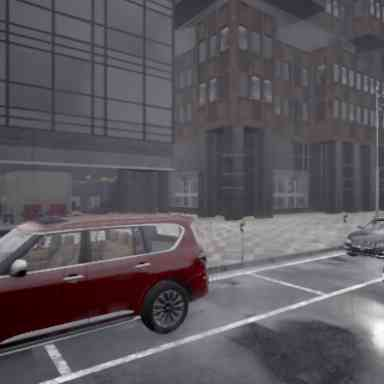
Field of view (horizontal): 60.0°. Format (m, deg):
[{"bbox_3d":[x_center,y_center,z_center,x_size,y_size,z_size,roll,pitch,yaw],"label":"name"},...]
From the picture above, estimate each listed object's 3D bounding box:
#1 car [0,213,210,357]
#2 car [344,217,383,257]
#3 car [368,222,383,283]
[{"bbox_3d":[-2.007,1.314,5.216,5.009,1.841,2.192,0,0,-35],"label":"car"},{"bbox_3d":[7.128,1.548,11.729,4.403,1.369,2.008,0,0,-35],"label":"car"},{"bbox_3d":[6.444,1.502,7.972,4.892,1.490,1.837,0,0,-36],"label":"car"}]
